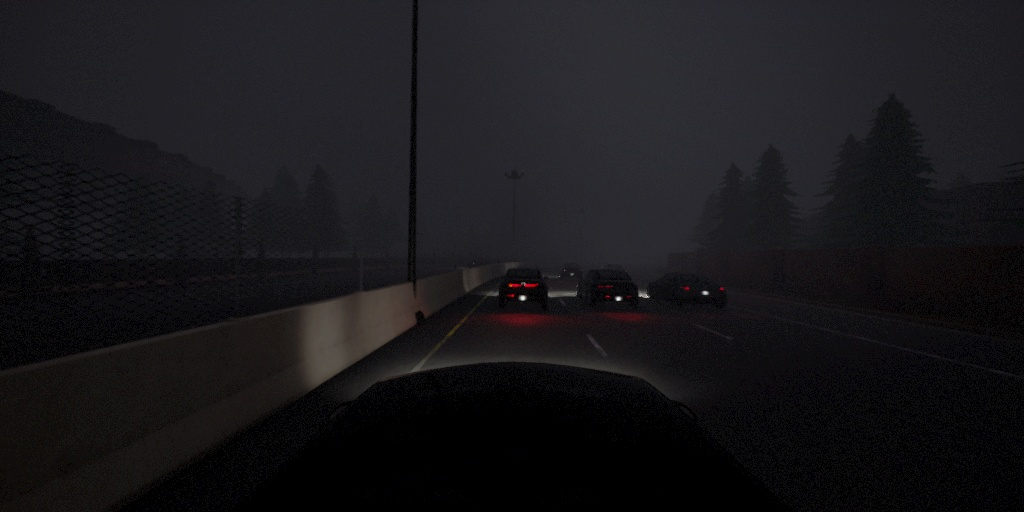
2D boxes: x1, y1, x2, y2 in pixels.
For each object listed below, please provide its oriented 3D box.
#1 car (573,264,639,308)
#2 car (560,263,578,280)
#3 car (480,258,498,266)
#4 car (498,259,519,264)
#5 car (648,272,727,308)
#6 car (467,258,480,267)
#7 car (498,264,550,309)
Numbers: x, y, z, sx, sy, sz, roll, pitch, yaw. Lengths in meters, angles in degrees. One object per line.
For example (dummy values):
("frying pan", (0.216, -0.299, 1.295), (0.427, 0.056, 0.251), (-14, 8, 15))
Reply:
("car", (4.020, 1.287, 15.558), (1.837, 1.490, 4.892), (1, 1, 3))
("car", (5.198, 1.296, 31.345), (1.812, 1.442, 4.674), (1, 0, 8))
("car", (-2.623, 1.171, 57.182), (2.033, 1.411, 5.357), (1, 0, 21))
("car", (-0.021, 1.168, 54.196), (1.837, 1.490, 4.892), (1, 0, 20))
("car", (7.531, 1.392, 15.799), (1.994, 1.385, 4.181), (1, 0, 2))
("car", (-5.679, 1.083, 58.921), (1.837, 1.490, 4.892), (1, 0, 21))
("car", (0.486, 1.237, 14.880), (1.837, 1.490, 4.892), (1, -1, 3))
